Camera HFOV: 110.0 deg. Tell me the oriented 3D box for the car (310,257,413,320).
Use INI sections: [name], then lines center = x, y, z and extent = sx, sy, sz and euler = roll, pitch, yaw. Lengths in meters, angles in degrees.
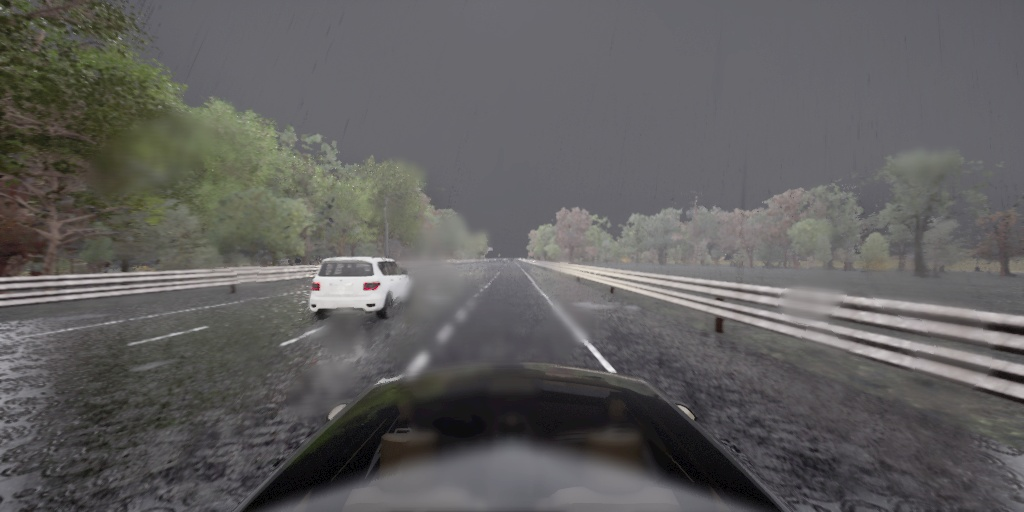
[car]
center = -5.139, 1.066, 13.015
extent = 2.150, 2.045, 5.566
euler = 0, -1, -5
